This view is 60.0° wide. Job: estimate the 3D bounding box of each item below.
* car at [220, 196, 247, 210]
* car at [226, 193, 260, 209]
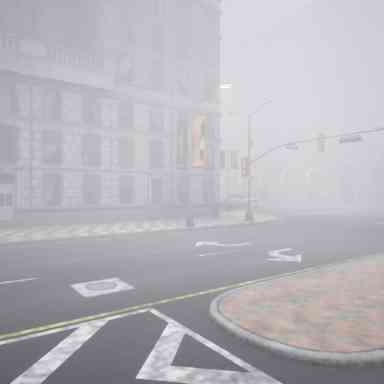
[{"bbox_3d":[4.695,1.564,43.405,1.994,1.385,4.181,0,0,-36],"label":"car"},{"bbox_3d":[6.866,1.221,46.370,2.150,2.045,5.566,0,0,-37],"label":"car"}]
